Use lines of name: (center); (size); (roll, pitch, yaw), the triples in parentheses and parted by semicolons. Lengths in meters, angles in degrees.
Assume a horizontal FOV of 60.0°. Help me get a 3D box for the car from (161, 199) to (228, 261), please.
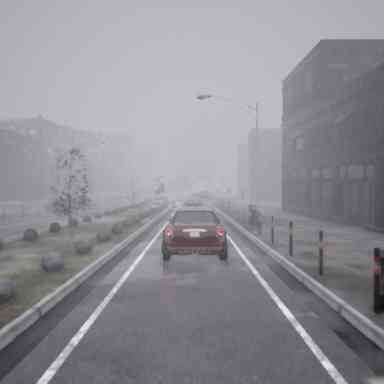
car: (0.090, 1.308, 12.283); (2.097, 1.767, 4.553); (0, 0, 0)

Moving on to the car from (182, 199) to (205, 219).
car: (0.094, 1.402, 28.923); (1.837, 1.490, 4.892); (0, 0, 0)
